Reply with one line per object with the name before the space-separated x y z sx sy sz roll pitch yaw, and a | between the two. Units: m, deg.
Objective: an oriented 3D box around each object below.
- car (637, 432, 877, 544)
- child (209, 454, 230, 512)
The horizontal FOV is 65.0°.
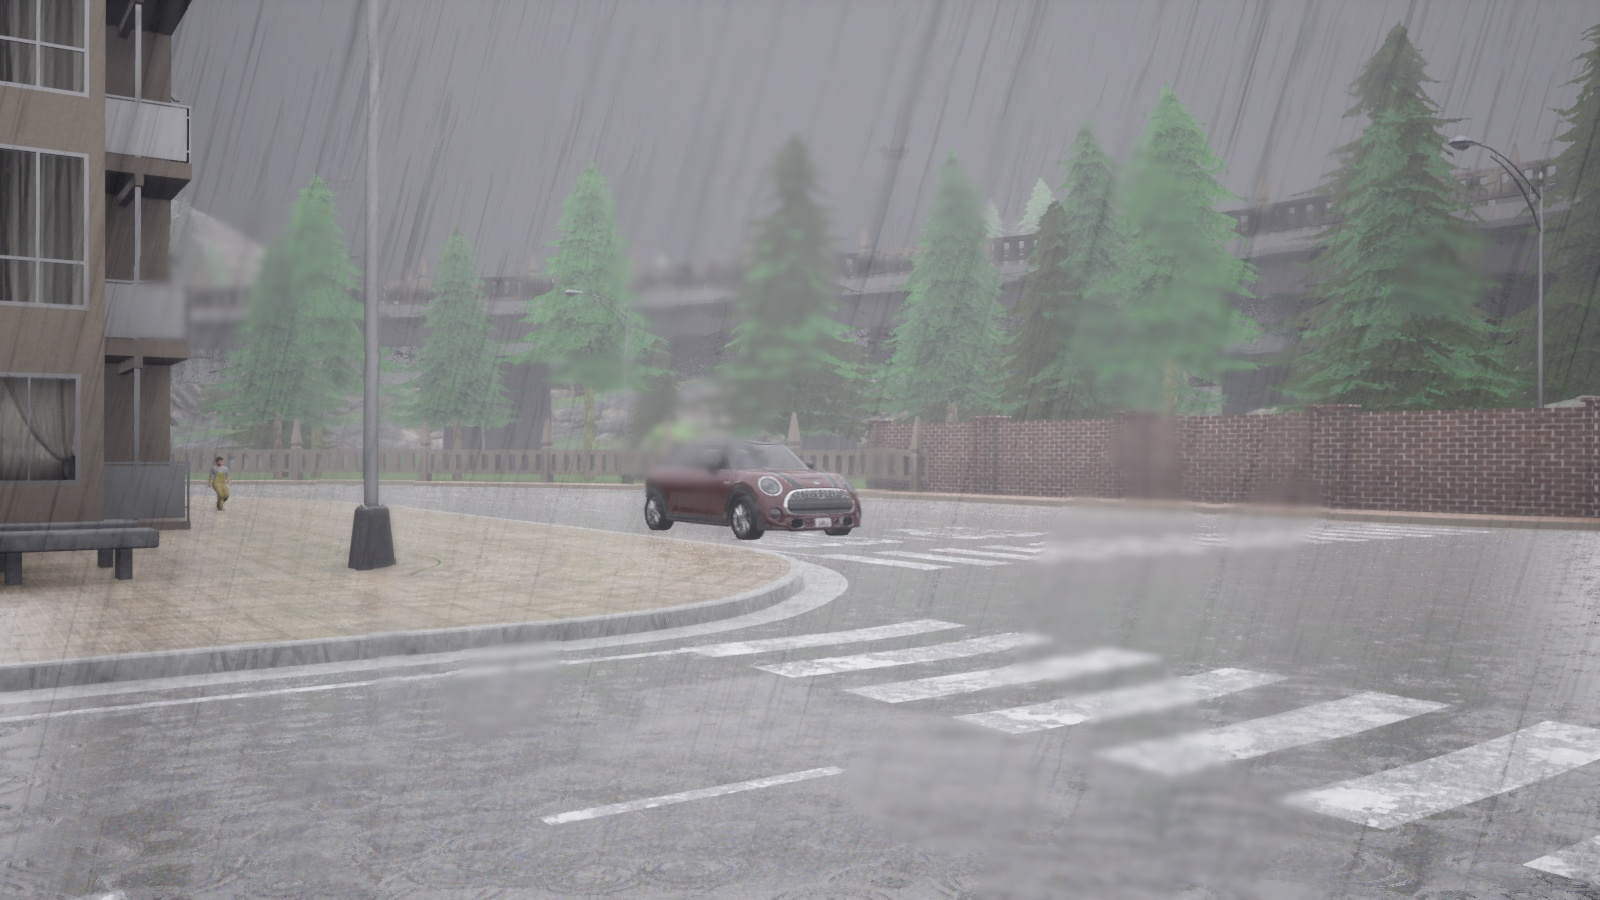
car | -0.877 0.605 22.168 2.097 1.767 4.553 0 0 -35
child | -12.738 0.718 27.559 0.437 1.263 0.270 0 0 41
